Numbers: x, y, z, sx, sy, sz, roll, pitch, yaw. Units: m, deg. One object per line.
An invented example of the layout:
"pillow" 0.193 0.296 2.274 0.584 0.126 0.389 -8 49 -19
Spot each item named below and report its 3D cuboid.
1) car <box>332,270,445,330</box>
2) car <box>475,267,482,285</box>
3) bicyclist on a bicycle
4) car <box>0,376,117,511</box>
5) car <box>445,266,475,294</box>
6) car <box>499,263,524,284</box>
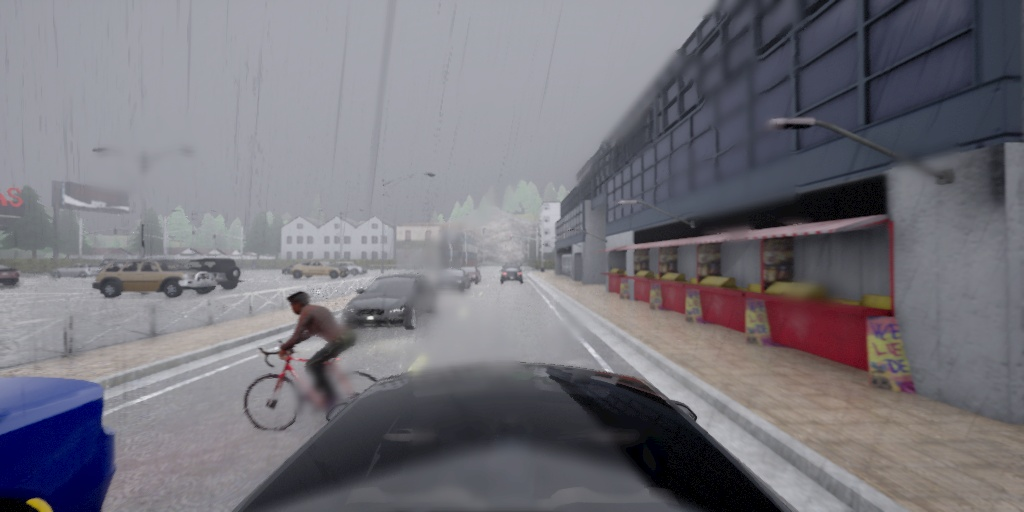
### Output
"car" -3.630 1.360 11.586 1.837 1.490 4.892 0 0 0
"car" -3.645 1.579 30.194 1.812 1.442 4.674 0 -1 0
"bicyclist on a bicycle" -2.298 1.230 4.162 1.656 1.620 0.582 -1 -1 0
"car" -3.589 1.214 0.245 1.882 1.535 5.008 0 -1 0
"car" -3.578 1.494 22.155 1.812 1.442 4.674 0 -1 0
"car" -0.013 1.584 30.780 1.812 1.442 4.674 0 -1 0
